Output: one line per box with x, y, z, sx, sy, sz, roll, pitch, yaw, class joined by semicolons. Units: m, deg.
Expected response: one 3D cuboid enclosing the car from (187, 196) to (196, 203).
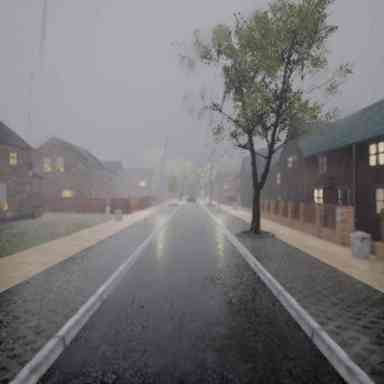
-0.105;1.592;70.284;1.882;1.535;5.008;0;0;0;car
